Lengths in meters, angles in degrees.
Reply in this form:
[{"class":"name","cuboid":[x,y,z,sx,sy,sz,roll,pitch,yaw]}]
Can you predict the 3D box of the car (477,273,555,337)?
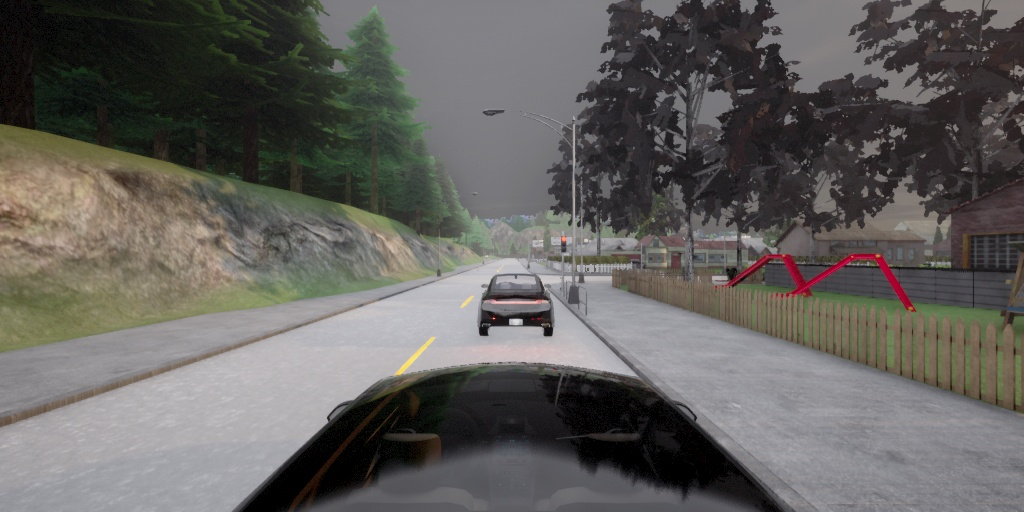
[{"class":"car","cuboid":[0.116,1.242,10.307,2.128,1.511,4.902,0,0,1]}]
